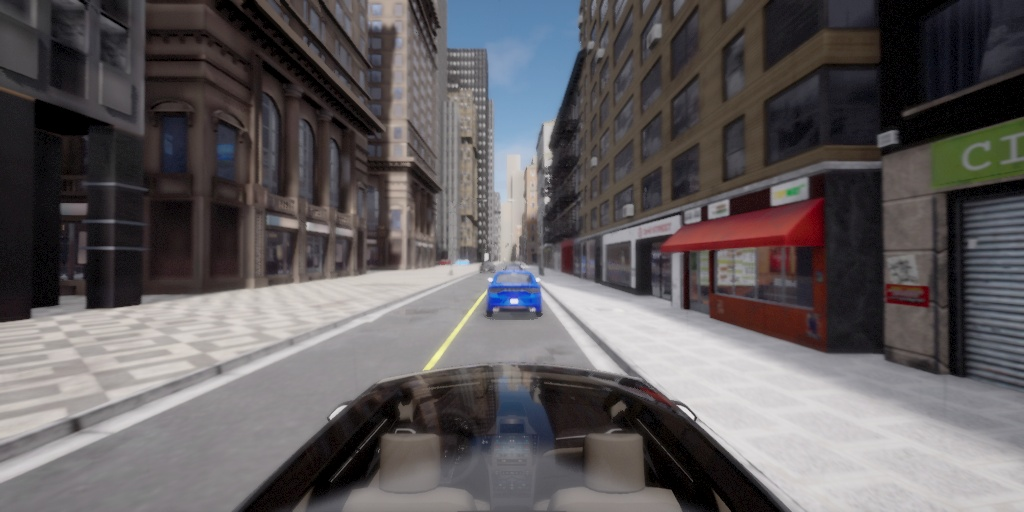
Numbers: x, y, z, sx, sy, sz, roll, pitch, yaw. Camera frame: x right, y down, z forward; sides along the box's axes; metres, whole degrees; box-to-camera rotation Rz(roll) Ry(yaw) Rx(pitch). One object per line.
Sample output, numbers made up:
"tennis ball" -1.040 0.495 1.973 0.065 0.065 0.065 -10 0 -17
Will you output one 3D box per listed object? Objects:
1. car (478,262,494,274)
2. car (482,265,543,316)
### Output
"car" -3.095 1.464 45.279 1.837 1.490 4.892 0 -1 0
"car" 0.080 1.272 13.701 1.882 1.535 5.008 0 0 0
